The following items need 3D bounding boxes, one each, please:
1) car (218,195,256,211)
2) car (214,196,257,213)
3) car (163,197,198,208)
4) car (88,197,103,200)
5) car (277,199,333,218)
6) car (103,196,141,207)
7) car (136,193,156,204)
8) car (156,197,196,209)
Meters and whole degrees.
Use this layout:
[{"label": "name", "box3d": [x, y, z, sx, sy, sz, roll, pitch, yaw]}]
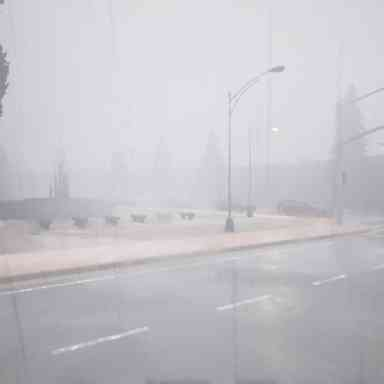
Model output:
[{"label": "car", "box3d": [5.645, 1.343, 42.424, 2.097, 1.767, 4.553, 0, 0, -42]}, {"label": "car", "box3d": [4.845, 1.540, 38.117, 2.033, 1.411, 5.357, 0, 0, -38]}, {"label": "car", "box3d": [-1.782, 1.470, 49.258, 5.008, 1.535, 1.882, 0, 0, 35]}, {"label": "car", "box3d": [-19.309, 1.595, 64.083, 4.718, 1.301, 1.895, 0, 0, 10]}, {"label": "car", "box3d": [10.476, 1.518, 30.403, 1.812, 1.442, 4.674, 0, 0, -35]}, {"label": "car", "box3d": [-10.653, 1.595, 50.498, 4.718, 1.301, 1.895, 0, 0, 25]}, {"label": "car", "box3d": [-9.154, 1.214, 61.281, 5.566, 2.045, 2.150, 0, 0, 22]}, {"label": "car", "box3d": [-2.136, 1.498, 45.165, 4.892, 1.490, 1.837, 0, 0, 38]}]
